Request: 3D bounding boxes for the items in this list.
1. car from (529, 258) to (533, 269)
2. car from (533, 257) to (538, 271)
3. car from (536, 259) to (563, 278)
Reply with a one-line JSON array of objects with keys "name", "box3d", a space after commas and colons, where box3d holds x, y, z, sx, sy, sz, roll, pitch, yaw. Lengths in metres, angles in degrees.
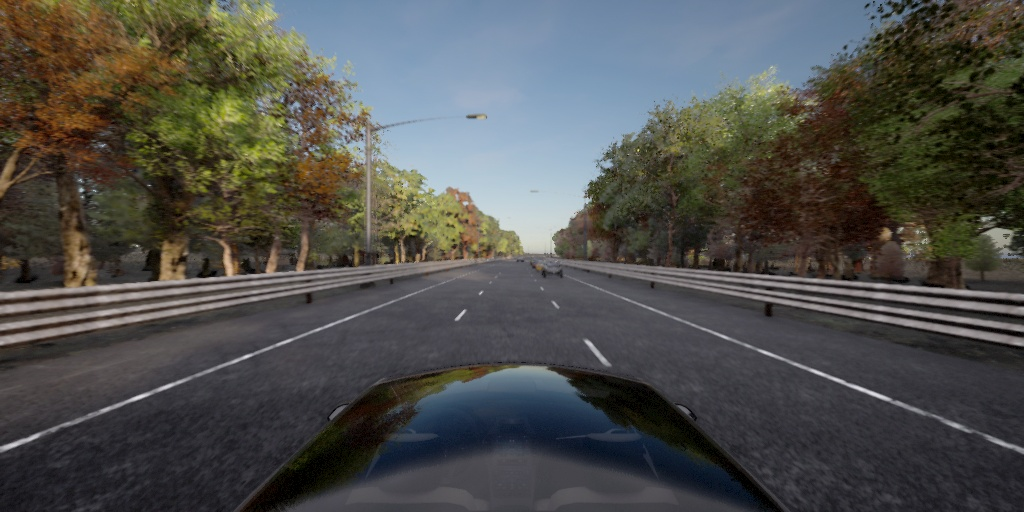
[{"name": "car", "box3d": [4.173, 1.323, 56.039, 1.994, 1.385, 4.181, 0, 0, 1]}, {"name": "car", "box3d": [3.930, 1.216, 45.277, 1.801, 1.575, 5.366, 0, 0, 1]}, {"name": "car", "box3d": [3.735, 1.252, 34.133, 2.128, 1.511, 4.902, 0, 0, 1]}]
